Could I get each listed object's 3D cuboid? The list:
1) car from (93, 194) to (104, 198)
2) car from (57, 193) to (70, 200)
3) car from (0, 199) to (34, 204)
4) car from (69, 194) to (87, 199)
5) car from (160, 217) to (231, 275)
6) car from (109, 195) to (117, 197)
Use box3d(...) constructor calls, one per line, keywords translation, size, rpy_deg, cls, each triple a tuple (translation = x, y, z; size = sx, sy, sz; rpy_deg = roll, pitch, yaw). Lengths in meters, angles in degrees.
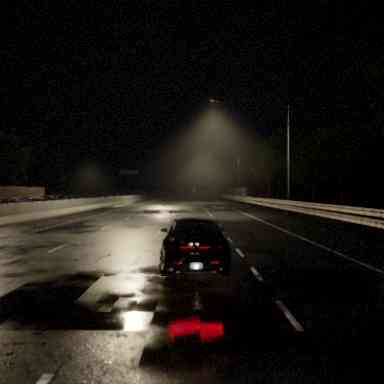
box3d(translation=(-21.212, 1.328, 75.493), size=(1.837, 1.490, 4.892), rpy_deg=(0, 0, 0), cls="car")
box3d(translation=(-28.205, 1.122, 73.674), size=(2.097, 1.767, 4.553), rpy_deg=(0, 0, 0), cls="car")
box3d(translation=(-17.652, 1.463, 34.676), size=(1.994, 1.385, 4.181), rpy_deg=(0, 0, 0), cls="car")
box3d(translation=(-24.705, 1.292, 73.658), size=(2.128, 1.511, 4.902), rpy_deg=(0, 0, 0), cls="car")
box3d(translation=(0.070, 1.538, 10.255), size=(1.837, 1.490, 4.892), rpy_deg=(0, -1, -1), cls="car")
box3d(translation=(-17.713, 1.381, 75.506), size=(1.994, 1.385, 4.181), rpy_deg=(0, 0, 0), cls="car")
